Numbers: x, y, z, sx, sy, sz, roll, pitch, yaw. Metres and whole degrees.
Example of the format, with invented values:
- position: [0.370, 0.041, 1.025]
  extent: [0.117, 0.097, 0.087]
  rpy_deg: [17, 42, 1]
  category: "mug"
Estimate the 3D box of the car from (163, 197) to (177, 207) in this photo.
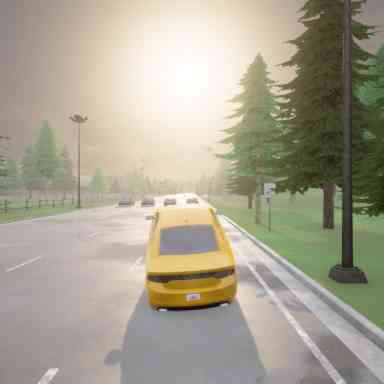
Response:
- position: [-3.475, 1.564, 53.418]
  extent: [1.994, 1.385, 4.181]
  rpy_deg: [0, 0, 0]
  category: "car"

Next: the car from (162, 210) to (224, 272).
- position: [0.038, 1.546, 11.982]
  extent: [1.812, 1.442, 4.674]
  rpy_deg: [0, 1, 0]
  category: "car"

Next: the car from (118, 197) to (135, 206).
- position: [-10.475, 1.547, 53.421]
  extent: [2.033, 1.411, 5.357]
  rpy_deg: [0, 0, 0]
  category: "car"

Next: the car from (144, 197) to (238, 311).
- position: [-0.142, 1.110, 8.405]
  extent: [1.882, 1.535, 5.008]
  rpy_deg: [-4, 16, -3]
  category: "car"

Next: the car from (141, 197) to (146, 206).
- position: [-6.975, 1.547, 53.420]
  extent: [2.033, 1.411, 5.357]
  rpy_deg: [0, 0, 0]
  category: "car"

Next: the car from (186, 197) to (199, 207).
- position: [0.025, 1.564, 53.417]
  extent: [1.994, 1.385, 4.181]
  rpy_deg: [0, 0, 0]
  category: "car"
